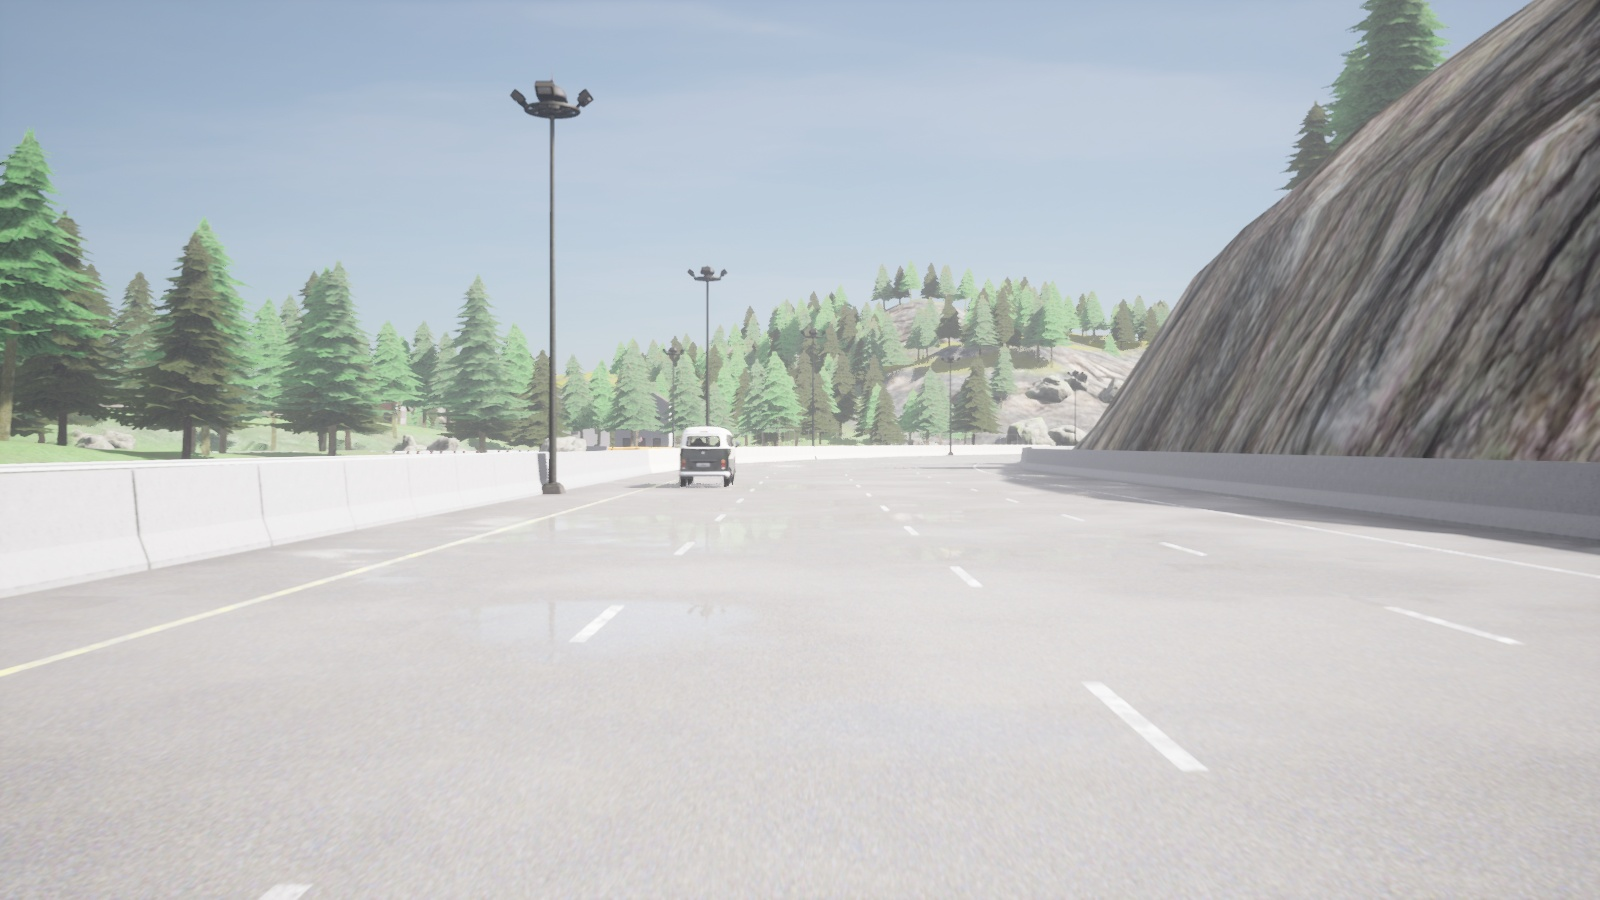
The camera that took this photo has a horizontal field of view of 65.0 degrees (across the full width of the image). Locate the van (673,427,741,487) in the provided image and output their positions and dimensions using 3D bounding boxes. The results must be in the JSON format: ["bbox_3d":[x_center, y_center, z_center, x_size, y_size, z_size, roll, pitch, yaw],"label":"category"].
[{"bbox_3d":[-3.231,0.216,44.528,2.069,2.038,4.480,0,0,0],"label":"van"}]
